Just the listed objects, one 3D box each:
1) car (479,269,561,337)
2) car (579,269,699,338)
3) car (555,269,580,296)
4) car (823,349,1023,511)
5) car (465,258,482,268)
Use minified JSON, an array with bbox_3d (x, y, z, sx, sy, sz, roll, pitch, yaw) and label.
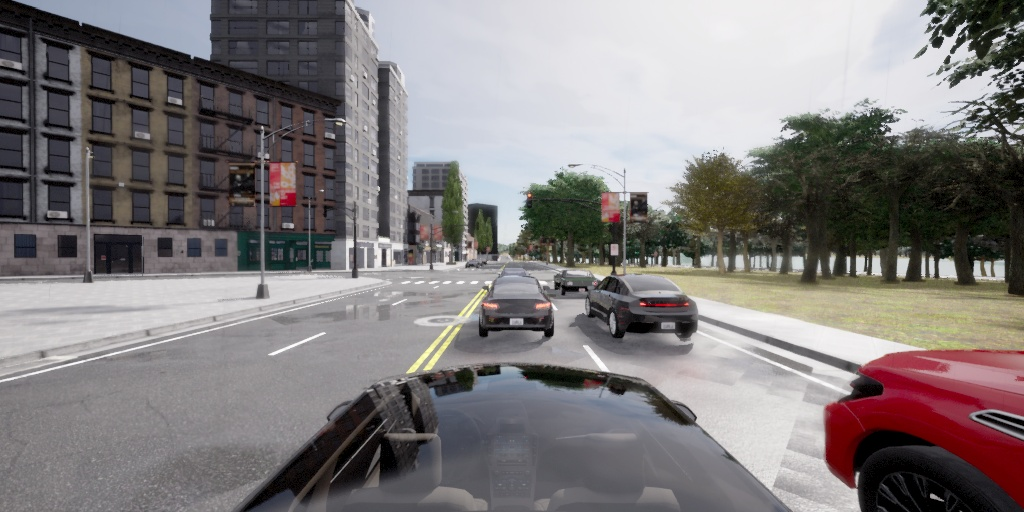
[{"bbox_3d":[0.114,1.274,10.163,1.812,1.442,4.674,0,0,0],"label":"car"},{"bbox_3d":[3.360,1.253,10.127,1.837,1.490,4.892,0,0,0],"label":"car"},{"bbox_3d":[3.374,1.347,19.440,1.895,1.301,4.718,0,0,0],"label":"car"},{"bbox_3d":[3.348,0.972,0.207,2.150,2.045,5.566,0,0,0],"label":"car"},{"bbox_3d":[-6.502,1.297,59.173,1.994,1.385,4.181,0,0,0],"label":"car"}]
